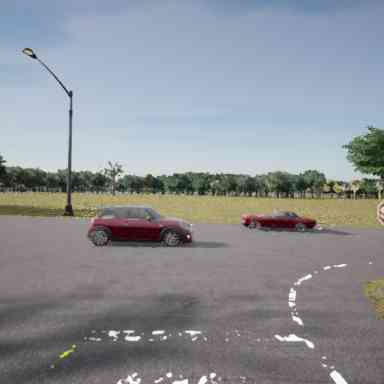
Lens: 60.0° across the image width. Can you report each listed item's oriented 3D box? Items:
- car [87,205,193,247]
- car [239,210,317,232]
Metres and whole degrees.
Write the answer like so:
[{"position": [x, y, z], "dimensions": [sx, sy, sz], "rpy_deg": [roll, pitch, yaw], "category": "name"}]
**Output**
[{"position": [-2.224, 1.414, 14.930], "dimensions": [4.553, 1.767, 2.097], "rpy_deg": [1, 0, 0], "category": "car"}, {"position": [5.530, 1.862, 21.869], "dimensions": [4.718, 1.301, 1.895], "rpy_deg": [2, 1, 0], "category": "car"}]
